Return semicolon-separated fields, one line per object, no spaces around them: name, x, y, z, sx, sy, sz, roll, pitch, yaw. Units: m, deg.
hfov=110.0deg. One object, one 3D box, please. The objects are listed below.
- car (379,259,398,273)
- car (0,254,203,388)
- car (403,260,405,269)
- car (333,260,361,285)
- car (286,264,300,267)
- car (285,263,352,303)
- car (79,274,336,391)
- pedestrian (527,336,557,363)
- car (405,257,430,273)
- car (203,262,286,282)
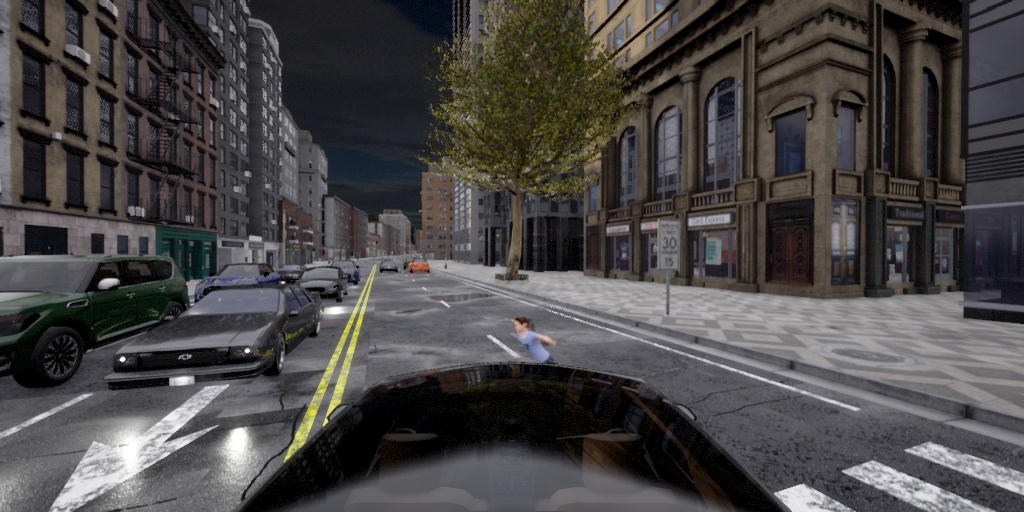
car;-14.672;1.224;42.621;1.994;1.385;4.181;0;0;-20
car;-8.565;0.970;6.834;2.150;2.045;5.566;0;0;-20
car;-14.394;0.978;51.070;2.097;1.767;4.553;0;0;-20
car;-12.021;1.072;25.558;2.097;1.767;4.553;0;0;-20
car;-15.234;1.266;24.867;2.033;1.411;5.357;0;0;-21
car;-8.678;1.244;16.503;1.837;1.490;4.892;0;0;-20
car;-5.265;1.295;7.379;2.033;1.411;5.357;0;0;-18
pedestrian;0.612;1.498;4.038;0.500;1.100;0.500;-35;0;-4
car;-10.860;1.021;41.613;2.097;1.767;4.553;0;0;-20
car;-11.937;1.090;15.940;2.097;1.767;4.553;0;0;-20
